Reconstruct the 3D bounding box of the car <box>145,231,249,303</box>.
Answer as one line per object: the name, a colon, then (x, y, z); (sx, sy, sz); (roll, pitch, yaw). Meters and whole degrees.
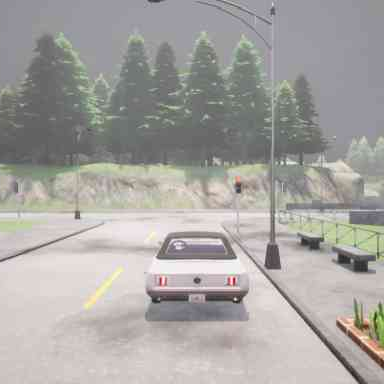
car: (0.097, 1.601, 8.139); (1.895, 1.301, 4.718); (0, 0, 0)
